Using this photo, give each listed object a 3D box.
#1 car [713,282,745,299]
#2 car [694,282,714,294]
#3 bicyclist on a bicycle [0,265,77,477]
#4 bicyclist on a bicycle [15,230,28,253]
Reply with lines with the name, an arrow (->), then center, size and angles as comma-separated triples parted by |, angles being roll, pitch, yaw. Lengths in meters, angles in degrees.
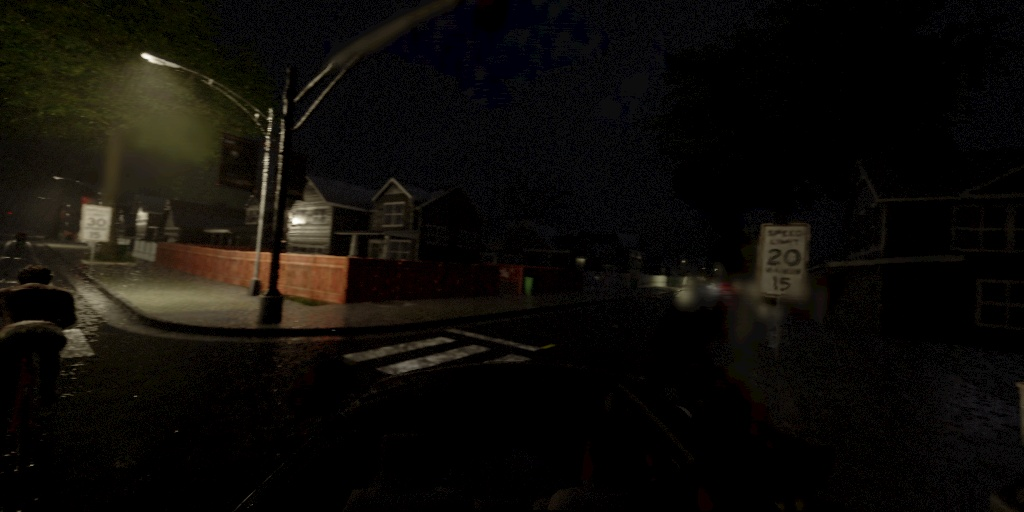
car -> 21.590, 3.364, 35.541 | 1.837, 1.490, 4.892 | 3, -2, 35
car -> 22.418, 3.650, 41.613 | 1.895, 1.301, 4.718 | 3, -2, 35
bicyclist on a bicycle -> -4.256, 0.913, 3.150 | 1.656, 1.620, 0.582 | 3, -2, 36
bicyclist on a bicycle -> -34.920, -1.003, 25.490 | 1.656, 1.620, 0.582 | 3, -2, 36
